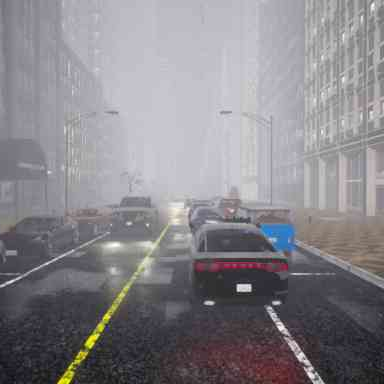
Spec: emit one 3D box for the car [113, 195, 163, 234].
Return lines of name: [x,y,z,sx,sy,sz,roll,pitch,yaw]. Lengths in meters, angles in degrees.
car: [-3.159,1.217,19.404,2.150,2.045,5.566,0,0,0]

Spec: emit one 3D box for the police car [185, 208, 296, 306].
police car: [0.875,1.423,8.226,1.930,1.638,5.238,0,0,0]

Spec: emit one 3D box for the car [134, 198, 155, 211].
car: [-5.823,1.541,41.168,2.008,1.369,4.403,-1,0,0]

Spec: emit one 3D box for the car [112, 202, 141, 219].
car: [-5.788,1.575,29.801,1.802,1.307,4.206,-1,0,0]

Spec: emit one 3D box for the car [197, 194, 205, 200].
car: [2.400,1.414,92.346,1.967,1.590,4.097,-1,0,0]

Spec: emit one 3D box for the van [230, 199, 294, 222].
van: [2.642,1.338,12.775,1.690,1.788,3.998,-1,0,0]

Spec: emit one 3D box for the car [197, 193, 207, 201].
car: [2.433,1.293,80.979,2.192,1.841,5.009,-1,0,0]

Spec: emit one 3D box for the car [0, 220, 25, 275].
car: [-5.719,1.549,7.066,2.008,1.369,4.403,-1,0,0]

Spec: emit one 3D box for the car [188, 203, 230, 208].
car: [0.845,1.522,18.117,1.812,1.442,4.674,0,0,0]

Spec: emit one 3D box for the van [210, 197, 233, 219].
van: [2.590,1.334,29.826,1.690,1.788,3.998,-1,0,0]

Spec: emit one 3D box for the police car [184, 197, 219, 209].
police car: [0.693,1.419,24.250,1.930,1.638,5.238,0,0,1]

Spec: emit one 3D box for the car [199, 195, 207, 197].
car: [2.523,1.538,52.560,2.008,1.369,4.403,-1,0,0]

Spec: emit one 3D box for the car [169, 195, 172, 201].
car: [-5.911,1.422,69.586,1.967,1.590,4.097,-1,0,0]

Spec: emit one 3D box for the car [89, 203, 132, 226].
car: [-5.772,1.545,24.117,2.008,1.369,4.403,-1,0,0]

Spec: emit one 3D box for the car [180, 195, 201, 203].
car: [-0.126,1.537,45.240,2.033,1.411,5.357,0,0,0]

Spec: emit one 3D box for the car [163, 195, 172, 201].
car: [-5.944,1.504,80.784,1.752,1.417,4.829,-1,0,0]

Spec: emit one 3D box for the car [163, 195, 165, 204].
car: [-5.858,1.538,52.535,2.008,1.369,4.403,-1,0,0]

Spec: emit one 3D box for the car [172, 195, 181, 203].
car: [-3.214,1.582,70.770,1.895,1.301,4.718,0,0,0]

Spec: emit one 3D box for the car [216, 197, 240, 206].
car: [2.607,1.309,24.143,2.192,1.841,5.009,-1,0,0]

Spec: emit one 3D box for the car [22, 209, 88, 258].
car: [-5.736,1.563,12.750,1.947,1.339,4.313,-1,0,0]

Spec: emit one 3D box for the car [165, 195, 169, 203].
car: [-5.893,1.566,63.902,1.802,1.307,4.206,-1,0,0]

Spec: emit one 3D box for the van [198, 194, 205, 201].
van: [2.416,1.317,86.663,1.690,1.788,3.998,-1,0,0]

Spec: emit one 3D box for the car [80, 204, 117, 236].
car: [-5.754,1.540,18.433,1.887,1.381,4.507,-1,0,0]

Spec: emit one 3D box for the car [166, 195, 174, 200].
car: [-5.980,1.540,92.321,1.947,1.339,4.313,-1,0,0]
